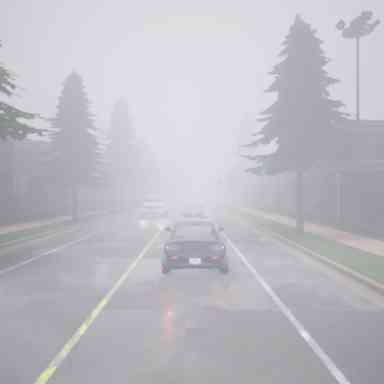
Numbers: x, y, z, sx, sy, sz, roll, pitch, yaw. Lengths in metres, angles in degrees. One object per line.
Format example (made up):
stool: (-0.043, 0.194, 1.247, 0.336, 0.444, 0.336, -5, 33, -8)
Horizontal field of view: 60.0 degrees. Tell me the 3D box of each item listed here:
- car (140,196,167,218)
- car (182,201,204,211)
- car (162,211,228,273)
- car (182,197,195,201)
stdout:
car: (-3.605, 1.383, 32.385, 2.150, 2.045, 5.566, 0, -1, 0)
car: (0.091, 1.751, 30.797, 1.895, 1.301, 4.718, 0, 0, 0)
car: (0.086, 1.578, 10.704, 1.812, 1.442, 4.674, 0, 0, 0)
car: (-0.778, 1.828, 73.102, 1.882, 1.535, 5.008, 0, 0, 18)
